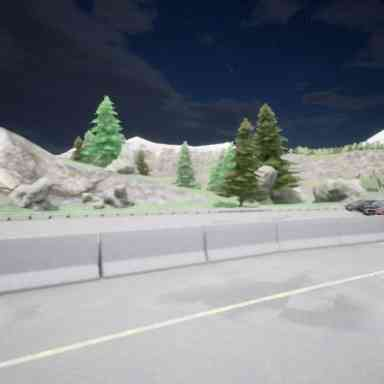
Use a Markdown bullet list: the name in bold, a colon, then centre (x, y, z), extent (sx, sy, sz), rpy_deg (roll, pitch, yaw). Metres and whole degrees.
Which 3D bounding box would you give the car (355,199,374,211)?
- **car**: centre (19.673, 1.546, 34.175), extent (5.008, 1.535, 1.882), rpy_deg (0, 0, -22)

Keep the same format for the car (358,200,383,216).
- **car**: centre (17.254, 1.624, 29.330), extent (4.181, 1.385, 1.994), rpy_deg (0, 0, -23)

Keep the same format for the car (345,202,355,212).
- **car**: centre (19.791, 1.574, 37.971), extent (4.892, 1.490, 1.837), rpy_deg (1, 0, -21)
